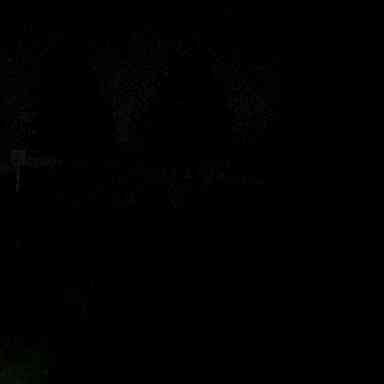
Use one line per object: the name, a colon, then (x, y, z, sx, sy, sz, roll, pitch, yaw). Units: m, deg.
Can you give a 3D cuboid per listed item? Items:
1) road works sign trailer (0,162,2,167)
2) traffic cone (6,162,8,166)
road works sign trailer: (-19.732, -3.756, 30.966, 2.380, 3.560, 2.880, 3, 11, -10)
traffic cone: (-23.243, -3.531, 41.848, 0.340, 0.580, 0.340, 2, 6, -11)
